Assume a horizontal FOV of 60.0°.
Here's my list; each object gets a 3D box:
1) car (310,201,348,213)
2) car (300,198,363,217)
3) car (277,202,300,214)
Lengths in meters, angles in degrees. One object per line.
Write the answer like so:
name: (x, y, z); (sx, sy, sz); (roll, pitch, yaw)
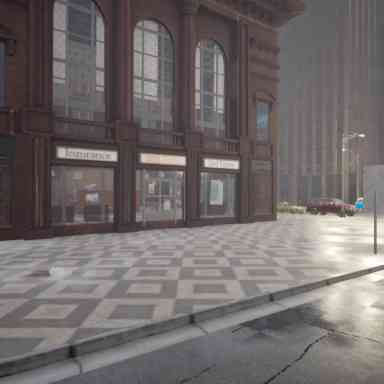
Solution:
car: (17.704, 1.899, 43.138); (1.802, 1.307, 4.206); (-1, 0, -35)
car: (13.986, 1.524, 33.620); (2.192, 1.841, 5.009); (0, 0, -35)
car: (10.842, 1.800, 38.074); (1.752, 1.417, 4.829); (0, 0, -35)
